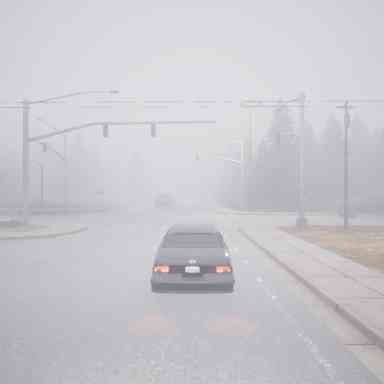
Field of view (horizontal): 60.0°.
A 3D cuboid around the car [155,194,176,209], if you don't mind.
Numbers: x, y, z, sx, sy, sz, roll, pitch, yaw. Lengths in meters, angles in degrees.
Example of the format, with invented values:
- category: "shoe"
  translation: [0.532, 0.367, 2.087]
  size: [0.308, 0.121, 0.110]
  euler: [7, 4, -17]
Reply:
- category: "car"
  translation: [-3.702, 1.223, 45.092]
  size: [2.150, 2.045, 5.566]
  euler: [0, 0, 0]

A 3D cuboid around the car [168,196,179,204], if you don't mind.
- category: "car"
  translation: [-3.578, 1.526, 65.898]
  size: [1.812, 1.442, 4.674]
  euler: [0, 0, 1]

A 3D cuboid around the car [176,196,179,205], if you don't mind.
- category: "car"
  translation: [-3.697, 1.352, 55.624]
  size: [2.097, 1.767, 4.553]
  euler: [0, 0, 0]

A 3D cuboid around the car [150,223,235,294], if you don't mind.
- category: "car"
  translation: [0.029, 1.545, 8.963]
  size: [2.033, 1.411, 5.357]
  euler: [0, 0, 0]

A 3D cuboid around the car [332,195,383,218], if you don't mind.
- category: "car"
  translation: [15.531, 1.248, 29.618]
  size: [5.566, 2.045, 2.150]
  euler: [0, 0, 1]
